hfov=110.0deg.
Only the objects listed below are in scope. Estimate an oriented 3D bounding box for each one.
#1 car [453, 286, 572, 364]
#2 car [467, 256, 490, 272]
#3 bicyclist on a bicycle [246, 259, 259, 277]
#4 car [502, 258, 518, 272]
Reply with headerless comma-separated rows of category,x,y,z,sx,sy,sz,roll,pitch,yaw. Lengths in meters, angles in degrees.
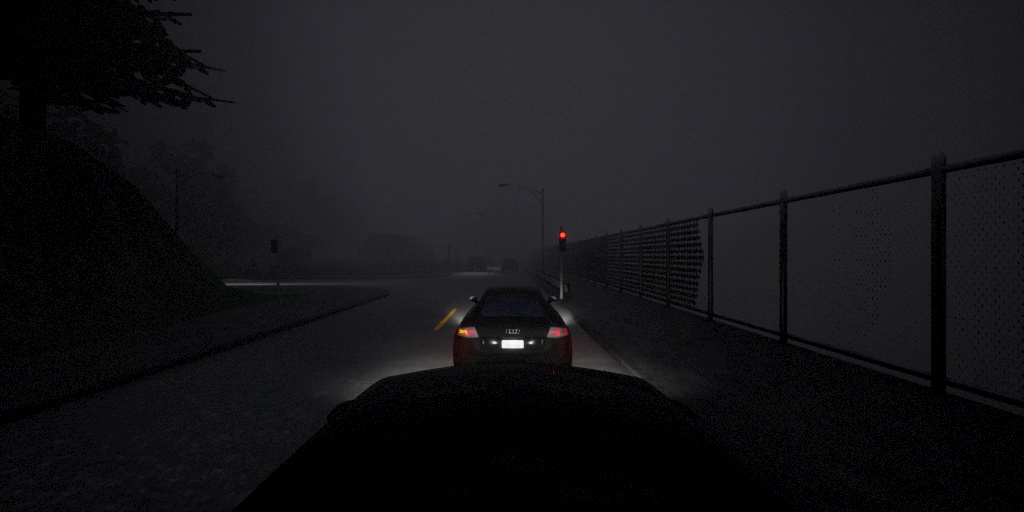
car,0.017,1.314,7.477,1.994,1.385,4.181,0,0,0
car,-4.462,0.971,45.969,2.150,2.045,5.566,0,0,0
bicyclist on a bicycle,-24.055,1.098,33.289,0.582,1.620,1.656,0,0,0
car,-0.279,1.101,47.626,2.097,1.767,4.553,0,0,0
